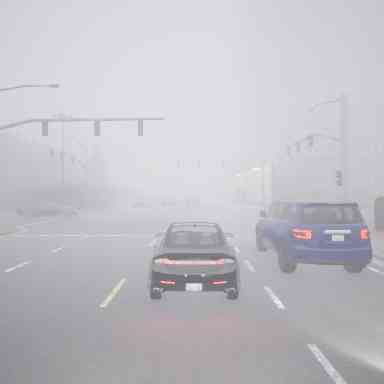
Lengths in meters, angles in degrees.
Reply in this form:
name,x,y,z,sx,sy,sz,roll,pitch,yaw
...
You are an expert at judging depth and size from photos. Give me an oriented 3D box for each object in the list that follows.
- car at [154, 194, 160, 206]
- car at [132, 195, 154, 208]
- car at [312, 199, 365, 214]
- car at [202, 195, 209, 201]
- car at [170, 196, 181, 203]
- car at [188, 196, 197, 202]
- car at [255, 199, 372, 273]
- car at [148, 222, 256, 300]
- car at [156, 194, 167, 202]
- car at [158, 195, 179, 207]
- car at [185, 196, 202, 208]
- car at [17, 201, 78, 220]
name,x,y,z,sx,sy,sz,roll,pitch,yaw
car,-7.079,1.352,56.092,2.097,1.767,4.553,0,0,0
car,-7.140,1.352,47.268,2.097,1.767,4.553,0,0,2
car,15.586,1.560,35.628,4.892,1.490,1.837,0,0,0
car,3.509,1.525,88.823,2.128,1.511,4.902,0,0,0
car,-3.493,1.540,71.880,2.033,1.411,5.357,0,0,0
car,0.008,1.552,76.350,1.994,1.385,4.181,0,0,0
car,3.572,1.221,10.834,2.150,2.045,5.566,0,0,0
car,0.058,1.492,8.391,2.128,1.511,4.902,0,0,0
car,-6.992,1.355,76.460,2.097,1.767,4.553,0,0,0
car,-3.581,1.547,51.885,2.033,1.411,5.357,0,0,0
car,0.075,1.352,48.575,2.097,1.767,4.553,0,0,1
car,-12.427,1.534,28.687,4.902,1.511,2.128,-1,0,-5
